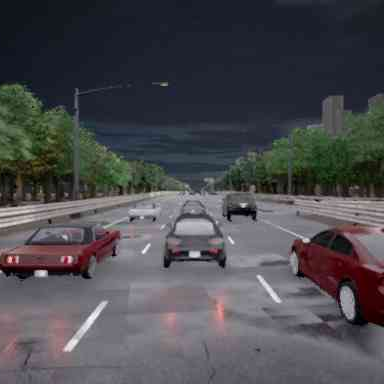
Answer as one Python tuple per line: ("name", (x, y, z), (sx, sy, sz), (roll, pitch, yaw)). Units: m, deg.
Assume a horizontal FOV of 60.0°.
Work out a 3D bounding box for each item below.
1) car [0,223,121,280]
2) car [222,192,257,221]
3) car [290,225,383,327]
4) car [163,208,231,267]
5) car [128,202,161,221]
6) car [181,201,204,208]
("car", (-3.418, 1.549, 9.766), (1.895, 1.301, 4.718), (0, 0, 0))
("car", (3.577, 1.047, 25.686), (2.150, 2.045, 5.566), (0, 0, 0))
("car", (3.564, 1.441, 7.018), (1.882, 1.535, 5.008), (0, 0, 0))
("car", (0.081, 1.466, 11.105), (1.812, 1.442, 4.674), (0, 0, 0))
("car", (-3.426, 1.434, 24.990), (1.895, 1.301, 4.718), (0, 1, 0))
("car", (0.080, 1.377, 27.155), (1.994, 1.385, 4.181), (0, 1, 0))
